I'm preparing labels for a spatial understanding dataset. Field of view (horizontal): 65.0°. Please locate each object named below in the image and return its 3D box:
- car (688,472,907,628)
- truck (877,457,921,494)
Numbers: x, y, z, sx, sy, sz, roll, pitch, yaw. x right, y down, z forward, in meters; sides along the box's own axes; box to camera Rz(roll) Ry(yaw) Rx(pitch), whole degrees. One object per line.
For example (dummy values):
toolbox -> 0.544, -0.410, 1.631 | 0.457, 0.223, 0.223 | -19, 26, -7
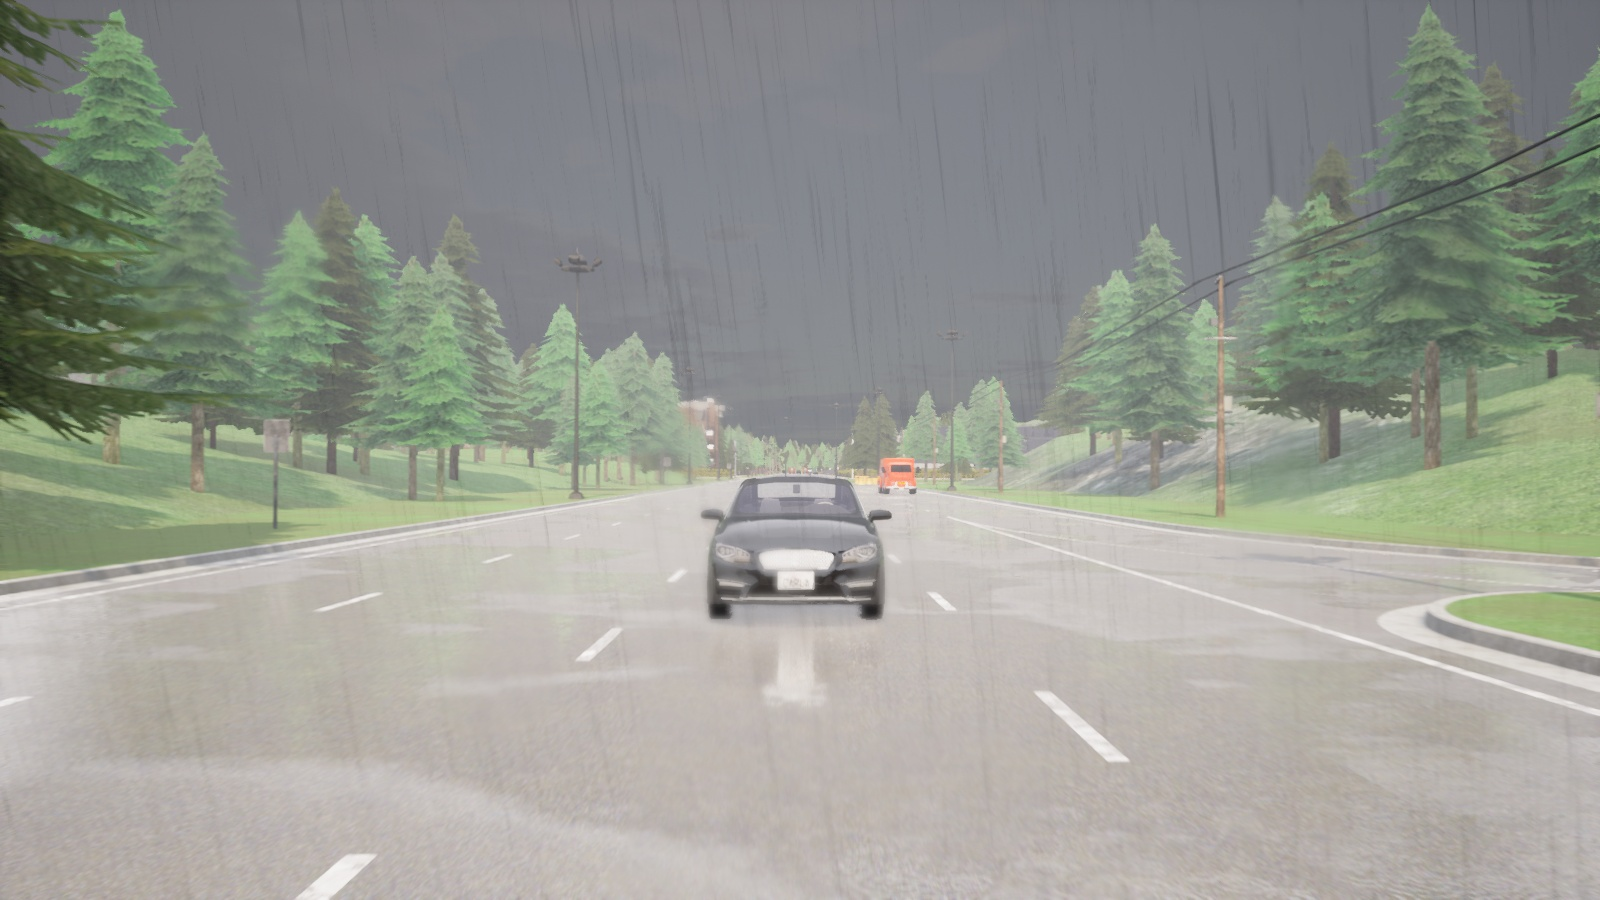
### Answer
car -> -0.035, 1.017, 14.695 | 2.128, 1.511, 4.902 | 0, -1, 0
truck -> 6.793, 1.749, 86.614 | 2.627, 2.467, 5.204 | 0, -1, 0
